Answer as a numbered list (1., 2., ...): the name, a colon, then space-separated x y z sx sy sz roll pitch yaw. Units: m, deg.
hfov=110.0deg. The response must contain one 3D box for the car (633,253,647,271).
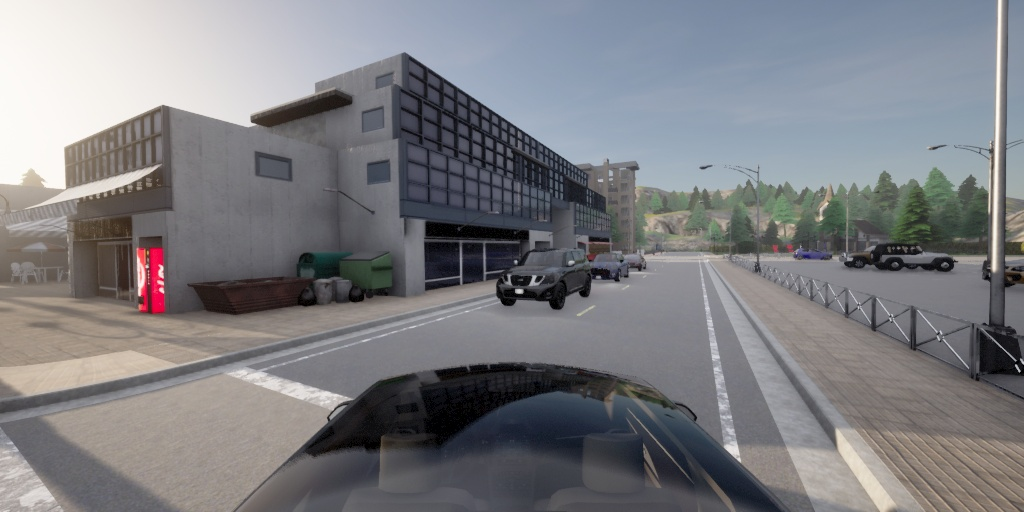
1. car: 10.706 0.507 31.726 1.812 1.442 4.674 0 1 28

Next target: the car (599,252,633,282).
1. car: 6.007 0.592 22.637 2.097 1.767 4.553 0 1 27

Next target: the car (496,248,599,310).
1. car: 1.493 0.710 13.897 2.150 2.045 5.566 0 1 27
